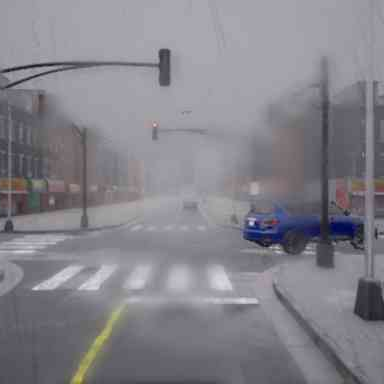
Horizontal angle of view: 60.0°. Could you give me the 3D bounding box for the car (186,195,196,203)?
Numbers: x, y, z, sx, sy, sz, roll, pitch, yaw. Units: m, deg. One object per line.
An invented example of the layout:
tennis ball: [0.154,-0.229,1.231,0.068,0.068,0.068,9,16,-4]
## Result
car: [-0.283,1.508,74.711,2.192,1.841,5.009,0,0,0]

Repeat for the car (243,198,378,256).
car: [4.779,1.279,13.460,5.566,2.045,2.150,0,-2,-21]

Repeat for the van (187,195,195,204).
van: [-0.251,1.516,69.105,1.690,1.788,3.998,0,0,0]

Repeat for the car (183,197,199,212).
car: [-0.092,1.663,41.077,1.947,1.339,4.313,0,0,0]

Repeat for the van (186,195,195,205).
van: [-0.220,1.498,63.500,1.690,1.788,3.998,0,0,0]
